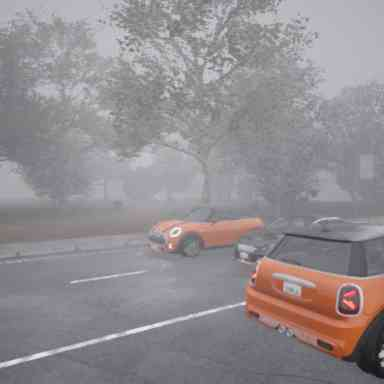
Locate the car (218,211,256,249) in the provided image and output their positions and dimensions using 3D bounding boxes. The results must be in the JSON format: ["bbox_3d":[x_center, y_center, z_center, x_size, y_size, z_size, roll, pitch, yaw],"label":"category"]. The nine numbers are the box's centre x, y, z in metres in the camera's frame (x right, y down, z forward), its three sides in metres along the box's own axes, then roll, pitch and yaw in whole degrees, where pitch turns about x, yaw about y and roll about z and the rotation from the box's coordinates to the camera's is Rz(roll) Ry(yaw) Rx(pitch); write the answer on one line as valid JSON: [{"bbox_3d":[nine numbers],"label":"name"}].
[{"bbox_3d":[3.496,1.462,10.363,4.902,1.511,2.128,0,0,-32],"label":"car"}]

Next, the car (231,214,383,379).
[{"bbox_3d":[3.136,1.336,5.705,4.553,1.767,2.097,0,0,-34],"label":"car"}]

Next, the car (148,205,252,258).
[{"bbox_3d":[0.619,1.316,12.674,4.553,1.767,2.097,0,0,-32],"label":"car"}]
